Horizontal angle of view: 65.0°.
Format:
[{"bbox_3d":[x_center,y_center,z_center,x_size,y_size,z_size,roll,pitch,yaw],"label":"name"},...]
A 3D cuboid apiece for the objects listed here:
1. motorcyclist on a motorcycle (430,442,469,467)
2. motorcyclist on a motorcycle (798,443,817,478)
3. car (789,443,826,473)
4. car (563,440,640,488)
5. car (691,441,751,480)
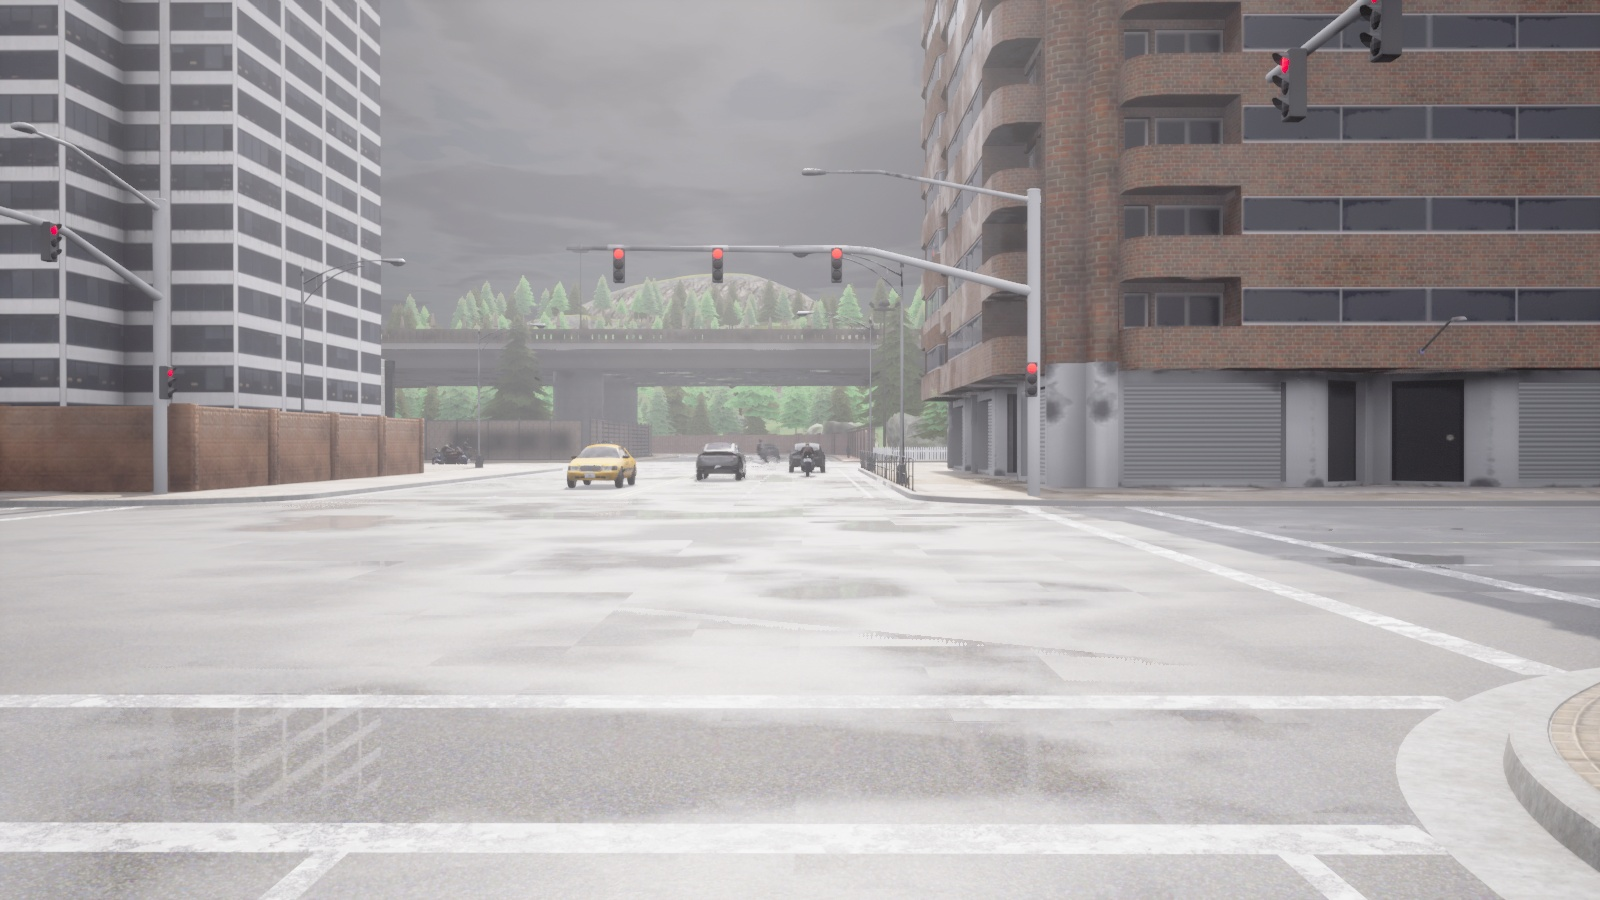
[{"bbox_3d":[-21.552,0.271,77.215,2.191,1.530,0.866,0,0,0],"label":"motorcyclist on a motorcycle"},{"bbox_3d":[0.334,0.463,56.297,0.866,1.530,2.191,0,0,0],"label":"motorcyclist on a motorcycle"},{"bbox_3d":[0.366,0.386,64.584,1.837,1.490,4.892,0,0,0],"label":"car"},{"bbox_3d":[-6.751,0.435,43.262,1.801,1.575,5.366,0,0,0],"label":"car"},{"bbox_3d":[-3.205,0.407,51.654,2.128,1.511,4.902,0,0,0],"label":"car"}]
